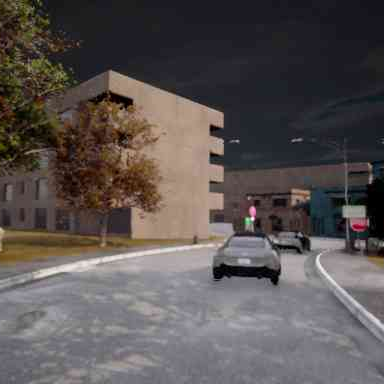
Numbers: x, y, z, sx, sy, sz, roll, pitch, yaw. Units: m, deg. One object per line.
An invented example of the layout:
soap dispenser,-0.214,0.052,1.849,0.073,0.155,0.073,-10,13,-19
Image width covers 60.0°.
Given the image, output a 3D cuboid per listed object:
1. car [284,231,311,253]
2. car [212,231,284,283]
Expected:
car,6.839,3.352,22.864,1.994,1.385,4.181,-2,-7,30
car,1.937,2.058,11.171,1.994,1.385,4.181,-1,-5,14
